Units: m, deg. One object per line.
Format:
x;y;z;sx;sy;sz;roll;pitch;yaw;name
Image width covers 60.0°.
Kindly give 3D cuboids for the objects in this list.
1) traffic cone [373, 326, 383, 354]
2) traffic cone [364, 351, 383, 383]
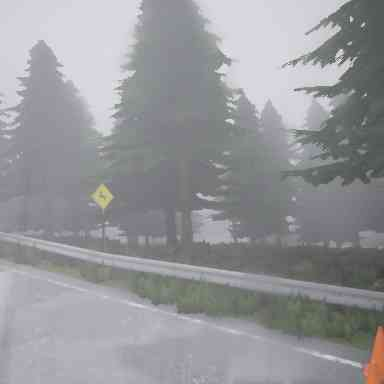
2.329;1.956;4.104;0.340;0.580;0.340;0;0;34;traffic cone
1.785;1.956;3.267;0.340;0.580;0.340;0;0;33;traffic cone
